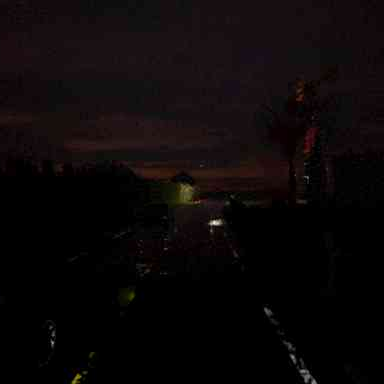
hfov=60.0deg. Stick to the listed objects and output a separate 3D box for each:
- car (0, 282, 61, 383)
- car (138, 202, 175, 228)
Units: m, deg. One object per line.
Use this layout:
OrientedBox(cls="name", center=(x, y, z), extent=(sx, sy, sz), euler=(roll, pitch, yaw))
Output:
OrientedBox(cls="car", center=(-2.776, 1.559, 2.809), extent=(1.994, 1.385, 4.181), euler=(0, 0, 1))
OrientedBox(cls="car", center=(-2.249, 1.451, 22.163), extent=(1.882, 1.535, 5.008), euler=(0, 0, 3))
